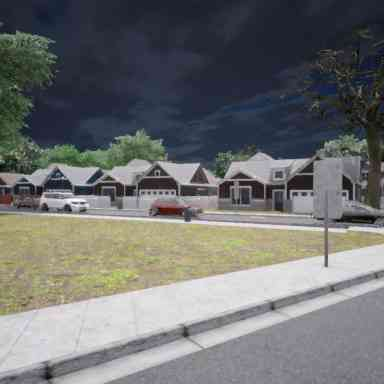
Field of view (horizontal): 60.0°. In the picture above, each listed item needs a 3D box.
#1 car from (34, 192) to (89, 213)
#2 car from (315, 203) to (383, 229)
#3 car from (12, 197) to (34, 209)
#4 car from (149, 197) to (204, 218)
[{"bbox_3d":[-13.200,1.061,34.203,5.566,2.045,2.150,1,0,28],"label":"car"},{"bbox_3d":[10.384,1.442,21.085,4.902,1.511,2.128,0,0,31],"label":"car"},{"bbox_3d":[-19.555,1.367,40.744,5.357,1.411,2.033,0,0,28],"label":"car"},{"bbox_3d":[-1.298,1.247,27.850,4.553,1.767,2.097,0,0,29],"label":"car"}]
